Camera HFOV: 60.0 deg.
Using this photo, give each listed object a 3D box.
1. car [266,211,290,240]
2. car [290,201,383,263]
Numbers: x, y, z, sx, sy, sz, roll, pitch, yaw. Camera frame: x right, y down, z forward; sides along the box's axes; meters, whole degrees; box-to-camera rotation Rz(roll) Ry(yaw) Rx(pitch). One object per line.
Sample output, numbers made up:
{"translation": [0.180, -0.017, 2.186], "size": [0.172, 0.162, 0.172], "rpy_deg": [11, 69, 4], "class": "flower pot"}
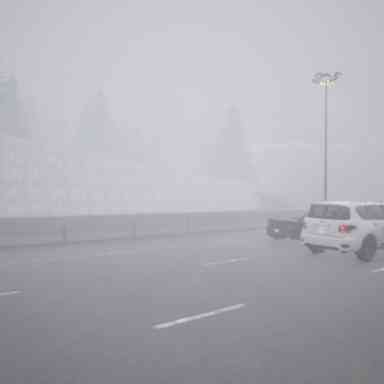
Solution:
{"translation": [5.898, 1.631, 16.636], "size": [5.008, 1.535, 1.882], "rpy_deg": [0, 0, -35], "class": "car"}
{"translation": [6.575, 1.361, 12.844], "size": [5.566, 2.045, 2.150], "rpy_deg": [0, 0, -35], "class": "car"}
